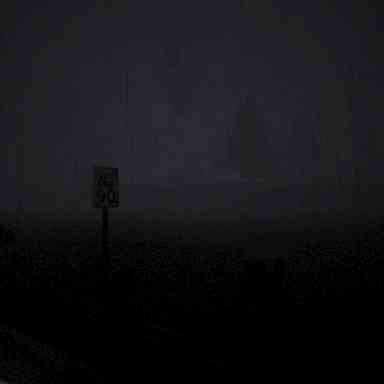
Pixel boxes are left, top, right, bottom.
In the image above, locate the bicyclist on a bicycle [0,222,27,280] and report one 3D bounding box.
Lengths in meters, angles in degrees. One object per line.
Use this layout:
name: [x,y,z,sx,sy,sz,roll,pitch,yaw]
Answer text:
bicyclist on a bicycle: [-4.428,1.257,7.306,0.582,1.620,1.656,0,-3,37]
